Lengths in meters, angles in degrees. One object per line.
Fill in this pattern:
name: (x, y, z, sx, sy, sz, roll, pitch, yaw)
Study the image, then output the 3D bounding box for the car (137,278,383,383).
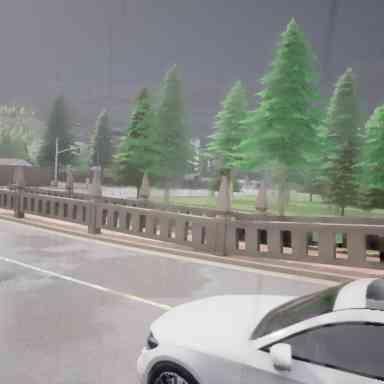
car: (1.627, 1.526, 2.830, 4.674, 1.442, 1.812, 0, 0, 35)
